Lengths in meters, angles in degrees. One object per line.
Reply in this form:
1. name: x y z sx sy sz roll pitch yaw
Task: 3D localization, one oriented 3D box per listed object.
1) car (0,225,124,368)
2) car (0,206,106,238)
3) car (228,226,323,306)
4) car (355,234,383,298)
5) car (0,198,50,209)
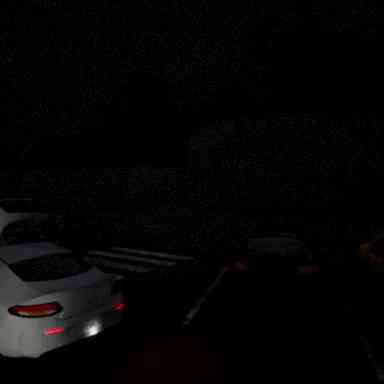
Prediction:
1. car: -3.158 1.530 5.627 4.674 1.442 1.812 0 0 35
2. car: -5.248 1.512 13.241 2.231 1.521 4.892 0 -1 15
3. car: 2.021 1.534 8.036 2.002 1.452 4.674 0 -1 16
4. car: 4.405 1.487 6.128 1.946 1.575 5.366 0 -1 16
5. car: -7.681 1.270 15.001 2.435 2.045 5.566 0 -1 16
